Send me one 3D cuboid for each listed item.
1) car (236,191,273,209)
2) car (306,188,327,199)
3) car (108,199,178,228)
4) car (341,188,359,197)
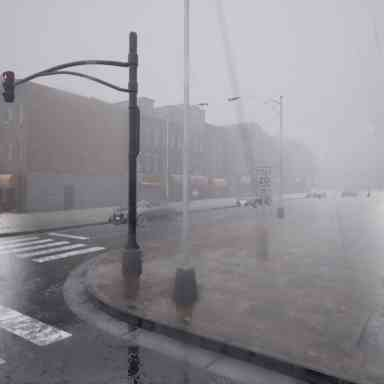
[{"bbox_3d":[5.805,0.676,30.676,2.128,1.511,4.902,0,2,36],"label":"car"},{"bbox_3d":[17.638,0.244,47.114,1.812,1.442,4.674,0,1,36],"label":"car"},{"bbox_3d":[-2.656,1.126,18.808,1.994,1.385,4.181,0,2,36],"label":"car"},{"bbox_3d":[24.996,0.090,52.515,2.033,1.411,5.357,0,2,35],"label":"car"}]
